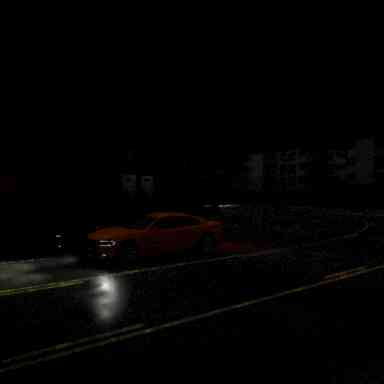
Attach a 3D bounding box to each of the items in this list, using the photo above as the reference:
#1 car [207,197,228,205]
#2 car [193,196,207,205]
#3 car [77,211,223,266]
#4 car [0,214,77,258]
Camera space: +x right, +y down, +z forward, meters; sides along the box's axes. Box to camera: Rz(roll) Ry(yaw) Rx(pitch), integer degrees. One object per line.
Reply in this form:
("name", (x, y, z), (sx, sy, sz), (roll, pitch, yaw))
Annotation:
("car", (3.833, 1.495, 57.280), (2.033, 1.411, 5.357), (0, 0, -33))
("car", (-0.156, 1.433, 56.954), (1.882, 1.535, 5.008), (0, 0, -34))
("car", (-1.166, 1.469, 11.771), (5.008, 1.535, 1.882), (0, 0, -36))
("car", (-5.736, 1.560, 12.867), (4.181, 1.385, 1.994), (0, 0, -36))
